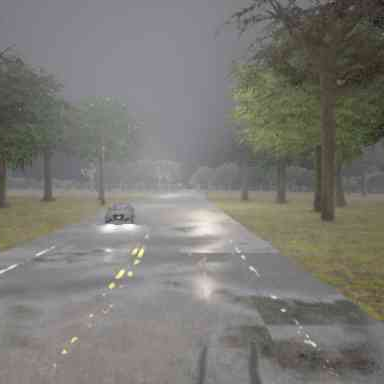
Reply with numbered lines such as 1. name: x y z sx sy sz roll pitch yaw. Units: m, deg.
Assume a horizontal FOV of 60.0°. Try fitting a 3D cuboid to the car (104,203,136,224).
1. car: -5.079 1.486 23.994 1.994 1.385 4.181 0 0 -7
